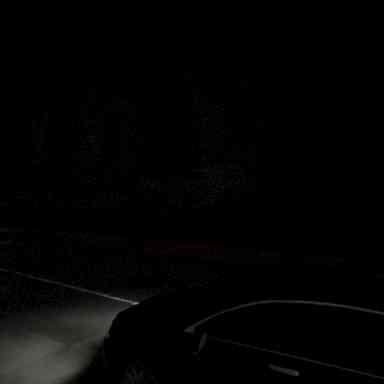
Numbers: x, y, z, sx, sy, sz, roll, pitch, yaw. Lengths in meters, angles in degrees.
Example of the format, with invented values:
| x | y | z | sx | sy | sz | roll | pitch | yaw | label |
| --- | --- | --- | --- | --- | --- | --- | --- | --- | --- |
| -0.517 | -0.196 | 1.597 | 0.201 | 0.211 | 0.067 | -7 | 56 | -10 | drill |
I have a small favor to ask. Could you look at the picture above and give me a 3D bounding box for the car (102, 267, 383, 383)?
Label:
| x | y | z | sx | sy | sz | roll | pitch | yaw | label |
| --- | --- | --- | --- | --- | --- | --- | --- | --- | --- |
| 1.211 | 1.510 | 3.100 | 4.892 | 1.490 | 1.837 | -1 | -1 | 36 | car |
